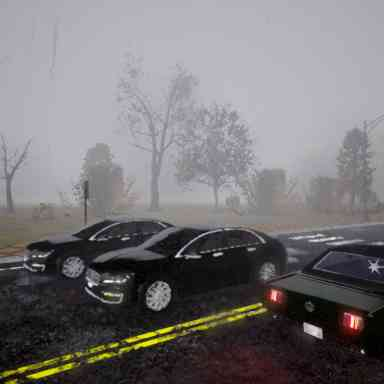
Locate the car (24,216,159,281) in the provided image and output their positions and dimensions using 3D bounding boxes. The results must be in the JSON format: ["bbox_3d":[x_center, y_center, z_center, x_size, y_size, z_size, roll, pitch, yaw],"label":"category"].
[{"bbox_3d":[-2.287,1.505,9.949,4.892,1.490,1.837,0,0,-34],"label":"car"}]

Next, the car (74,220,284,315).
[{"bbox_3d":[0.093,1.505,7.643,4.892,1.490,1.837,0,0,-34],"label":"car"}]

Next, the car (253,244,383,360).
[{"bbox_3d":[3.480,1.600,5.790,4.718,1.301,1.895,0,0,-35],"label":"car"}]
